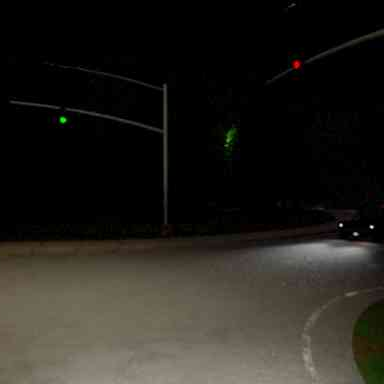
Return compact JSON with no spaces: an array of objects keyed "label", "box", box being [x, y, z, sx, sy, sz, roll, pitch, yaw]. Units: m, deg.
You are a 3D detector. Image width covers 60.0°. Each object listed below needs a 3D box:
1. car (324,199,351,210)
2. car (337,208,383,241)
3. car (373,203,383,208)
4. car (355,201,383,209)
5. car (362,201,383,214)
[{"label":"car","box":[22.998,1.937,52.825,2.097,1.767,4.553,0,-1,-12]},{"label":"car","box":[9.625,1.778,17.978,4.718,1.301,1.895,1,-1,-45]},{"label":"car","box":[15.634,1.825,25.954,1.994,1.385,4.181,-1,-1,25]},{"label":"car","box":[18.957,1.881,35.687,1.837,1.490,4.892,0,-1,12]},{"label":"car","box":[23.716,1.955,42.610,1.837,1.490,4.892,0,-1,7]}]
